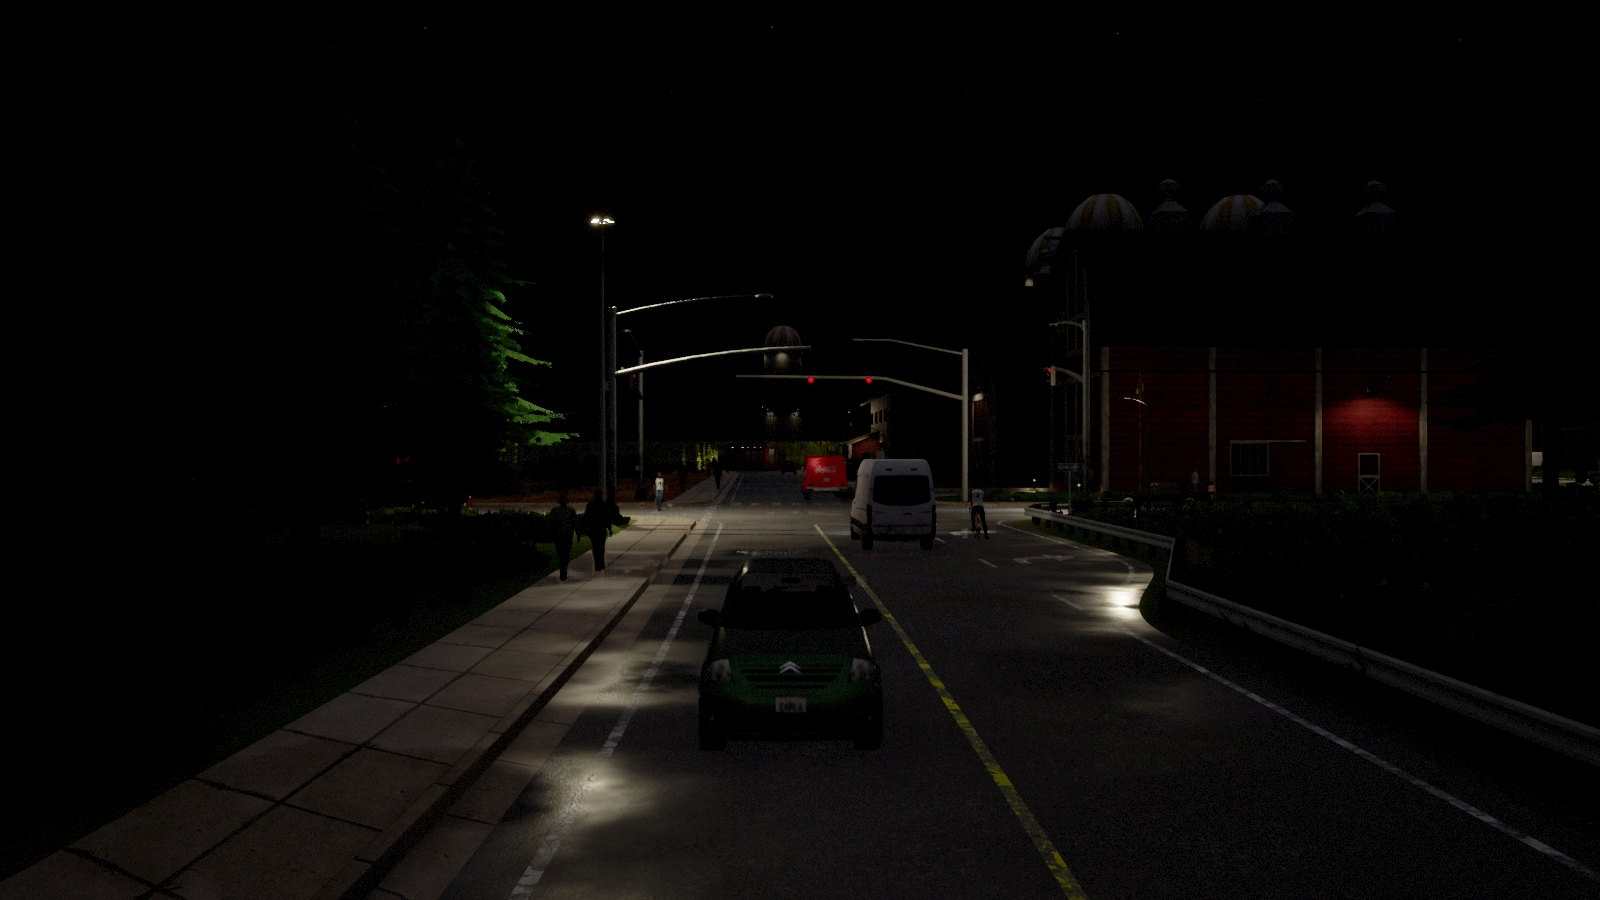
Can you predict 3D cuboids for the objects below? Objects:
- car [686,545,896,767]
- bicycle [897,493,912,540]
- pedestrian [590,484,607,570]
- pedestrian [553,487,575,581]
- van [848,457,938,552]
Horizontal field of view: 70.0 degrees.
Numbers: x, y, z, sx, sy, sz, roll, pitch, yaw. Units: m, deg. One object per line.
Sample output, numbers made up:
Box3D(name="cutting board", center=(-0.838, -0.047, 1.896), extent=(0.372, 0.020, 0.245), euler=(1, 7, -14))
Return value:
Box3D(name="car", center=(-0.113, 1.973, 12.043), extent=(1.851, 1.617, 3.988), euler=(0, 0, -1))
Box3D(name="bicycle", center=(3.290, 2.079, 36.037), extent=(0.373, 1.396, 1.643), euler=(0, 0, 3))
Box3D(name="pedestrian", center=(-4.404, 1.669, 24.966), extent=(0.375, 1.860, 0.375), euler=(0, 0, -10))
Box3D(name="pedestrian", center=(-4.723, 1.670, 22.897), extent=(0.375, 1.860, 0.375), euler=(0, 0, -3))
Box3D(name="van", center=(2.659, 1.508, 34.092), extent=(1.988, 2.561, 5.915), euler=(0, 0, -2))
